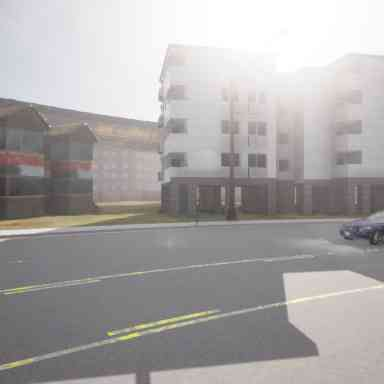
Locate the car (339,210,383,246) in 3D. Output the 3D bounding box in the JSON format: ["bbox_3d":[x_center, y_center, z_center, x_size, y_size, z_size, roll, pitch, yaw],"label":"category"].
[{"bbox_3d":[8.969,1.526,14.905,4.674,1.442,1.812,0,0,-14],"label":"car"}]
